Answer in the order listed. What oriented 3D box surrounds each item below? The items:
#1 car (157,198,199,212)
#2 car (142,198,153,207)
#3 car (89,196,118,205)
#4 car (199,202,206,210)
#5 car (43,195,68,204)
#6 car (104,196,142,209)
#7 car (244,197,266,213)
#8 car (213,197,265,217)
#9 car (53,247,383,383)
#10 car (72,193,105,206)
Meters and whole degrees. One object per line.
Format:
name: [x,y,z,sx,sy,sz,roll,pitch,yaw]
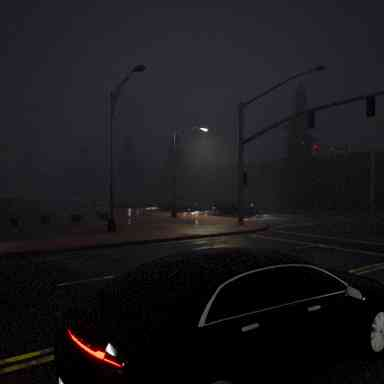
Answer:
car: [-1.977,1.548,38.634,2.033,1.411,5.357,0,0,-39]
car: [-7.715,1.564,48.734,4.181,1.385,1.994,0,0,35]
car: [-16.271,1.478,61.339,5.008,1.535,1.882,0,0,21]
car: [-0.360,1.505,41.908,1.837,1.490,4.892,0,0,-41]
car: [-26.230,1.352,63.806,4.553,1.767,2.097,0,0,9]
car: [-9.483,1.526,45.757,4.674,1.442,1.812,0,0,36]
car: [5.451,1.351,34.470,2.097,1.767,4.553,0,0,-37]
car: [3.964,1.506,30.628,1.837,1.490,4.892,0,0,-36]
car: [0.823,1.505,4.384,4.892,1.490,1.837,0,0,-35]
car: [-16.722,1.221,54.019,5.566,2.045,2.150,0,0,20]
